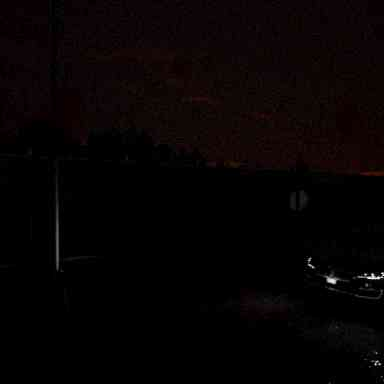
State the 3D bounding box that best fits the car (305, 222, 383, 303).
[{"bbox_3d":[4.718,1.504,7.894,4.892,1.490,1.837,1,0,-35],"label":"car"}]
